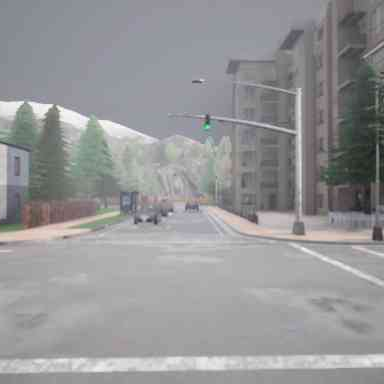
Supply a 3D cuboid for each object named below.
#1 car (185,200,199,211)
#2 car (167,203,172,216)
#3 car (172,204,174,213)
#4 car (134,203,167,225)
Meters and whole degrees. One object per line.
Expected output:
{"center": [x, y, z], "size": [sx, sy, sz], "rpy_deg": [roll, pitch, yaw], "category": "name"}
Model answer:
{"center": [-0.001, 2.032, 51.965], "size": [2.097, 1.767, 4.553], "rpy_deg": [0, -1, 0], "category": "car"}
{"center": [-3.591, 2.083, 36.793], "size": [1.895, 1.301, 4.718], "rpy_deg": [0, -1, 0], "category": "car"}
{"center": [-3.573, 2.177, 46.816], "size": [1.994, 1.385, 4.181], "rpy_deg": [0, -1, 0], "category": "car"}
{"center": [-3.593, 1.853, 27.565], "size": [2.128, 1.511, 4.902], "rpy_deg": [0, -1, 0], "category": "car"}
